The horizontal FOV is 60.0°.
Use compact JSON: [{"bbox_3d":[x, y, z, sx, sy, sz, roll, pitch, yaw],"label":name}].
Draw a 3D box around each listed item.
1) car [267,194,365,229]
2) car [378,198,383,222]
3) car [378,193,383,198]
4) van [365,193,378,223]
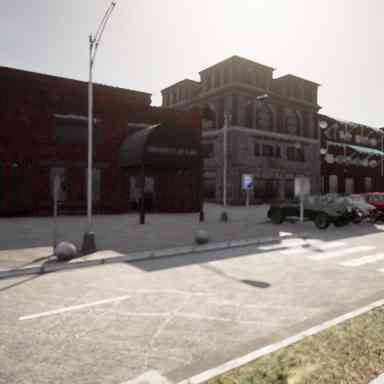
[{"bbox_3d":[7.436,1.129,21.190,2.435,2.045,5.566,0,0,-36],"label":"car"},{"bbox_3d":[12.054,1.374,24.505,2.163,1.488,4.792,0,0,-36],"label":"car"},{"bbox_3d":[14.159,1.073,26.117,2.435,2.045,5.566,-1,0,-36],"label":"car"},{"bbox_3d":[9.762,1.138,22.713,1.878,1.987,4.442,0,0,-36],"label":"van"}]
